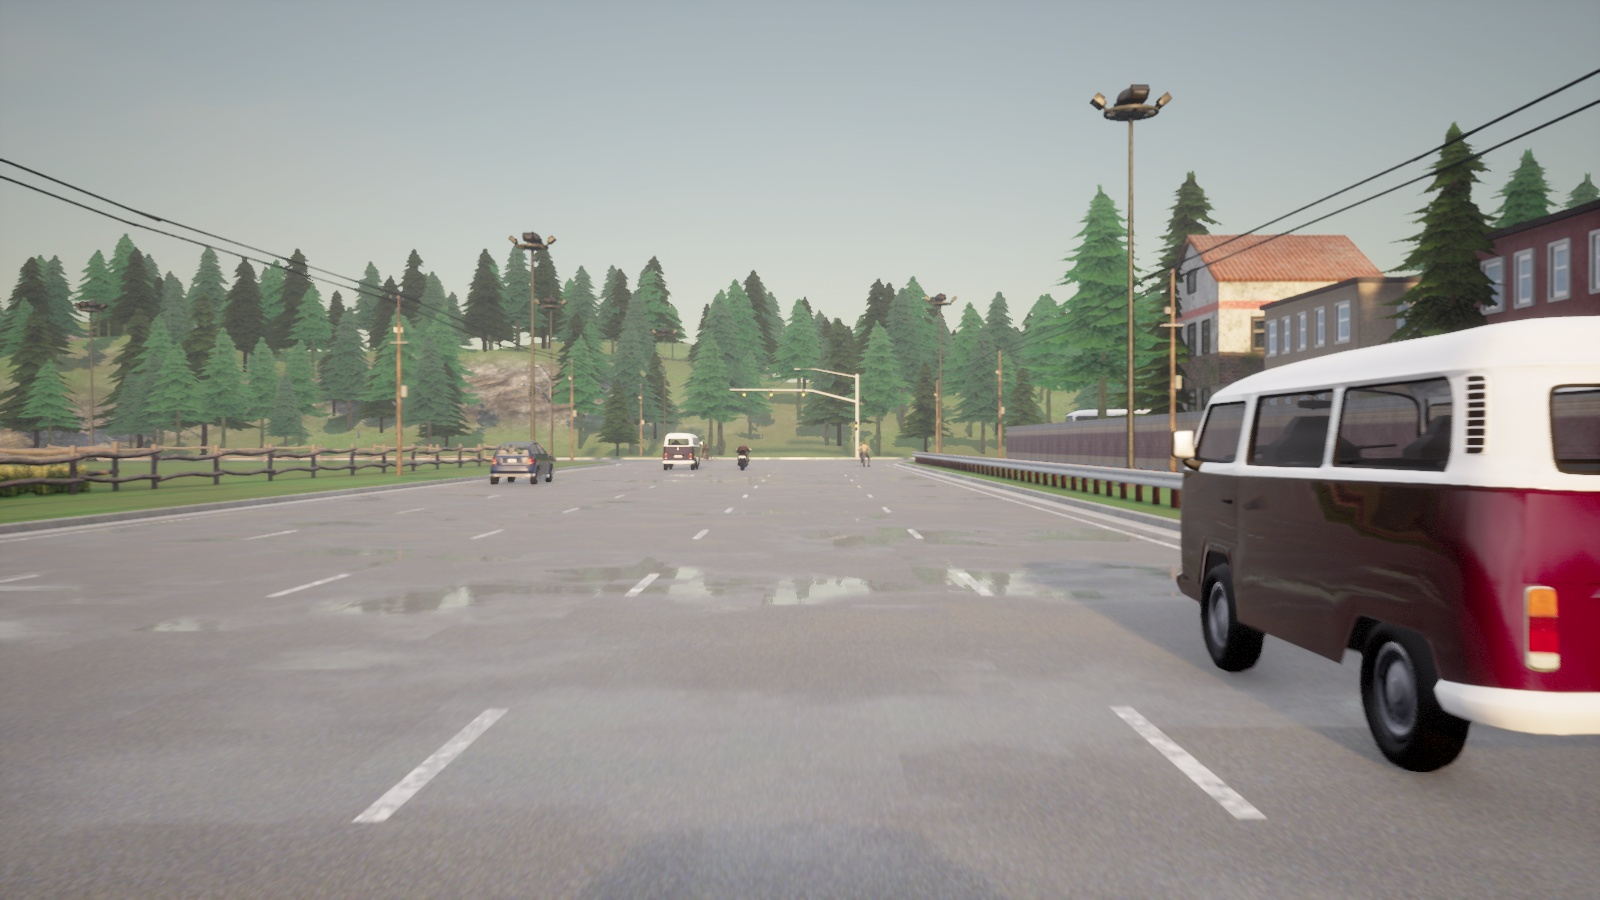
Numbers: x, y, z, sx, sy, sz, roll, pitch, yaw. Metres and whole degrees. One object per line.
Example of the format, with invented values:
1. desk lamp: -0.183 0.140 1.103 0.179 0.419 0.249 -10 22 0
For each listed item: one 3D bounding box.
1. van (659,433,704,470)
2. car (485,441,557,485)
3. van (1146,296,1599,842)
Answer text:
1. van: -6.588 0.070 70.109 2.069 2.038 4.480 0 0 0
2. car: -10.224 0.457 46.267 1.789 1.549 3.705 0 0 0
3. van: 3.555 0.434 6.927 2.069 2.038 4.480 0 0 0
